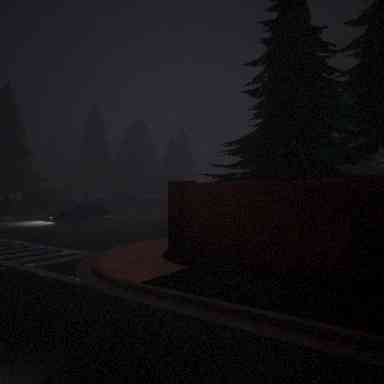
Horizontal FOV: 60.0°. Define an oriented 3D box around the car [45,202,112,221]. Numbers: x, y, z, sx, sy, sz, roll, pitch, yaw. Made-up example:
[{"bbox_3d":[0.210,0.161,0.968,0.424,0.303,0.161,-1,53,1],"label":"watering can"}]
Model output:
[{"bbox_3d":[-9.134,1.547,27.336,2.033,1.411,5.357,0,0,35],"label":"car"}]
